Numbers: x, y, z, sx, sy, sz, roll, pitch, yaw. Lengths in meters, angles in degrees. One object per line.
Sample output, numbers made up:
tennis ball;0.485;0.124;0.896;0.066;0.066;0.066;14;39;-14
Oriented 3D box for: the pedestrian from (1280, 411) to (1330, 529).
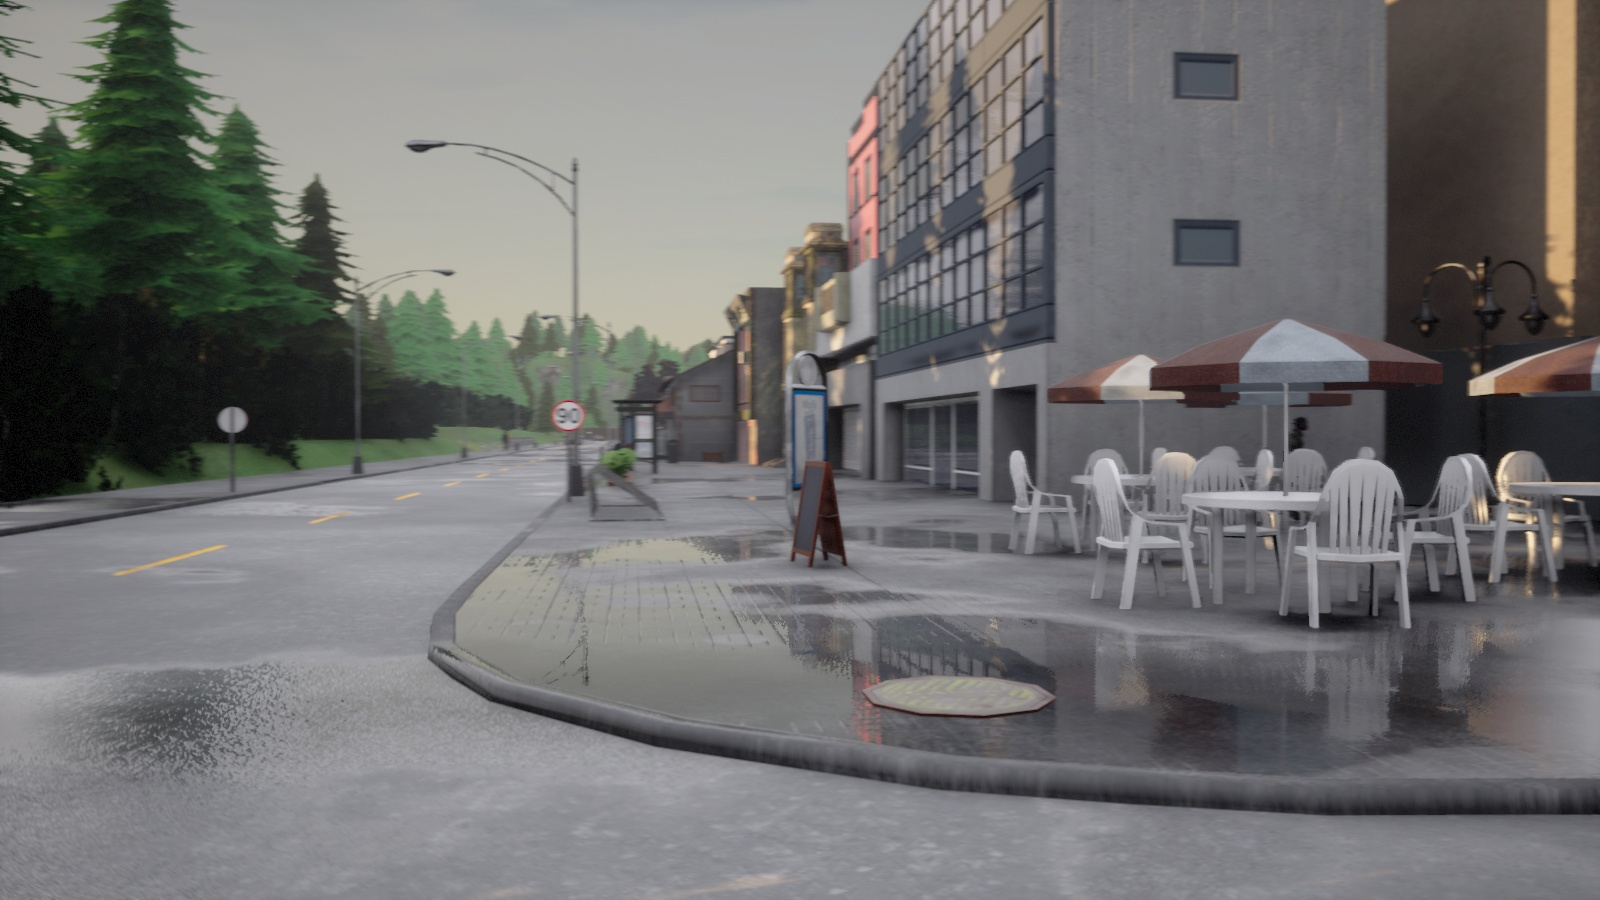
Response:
pedestrian;8.451;0.325;21.019;0.692;1.930;0.395;1;1;37
